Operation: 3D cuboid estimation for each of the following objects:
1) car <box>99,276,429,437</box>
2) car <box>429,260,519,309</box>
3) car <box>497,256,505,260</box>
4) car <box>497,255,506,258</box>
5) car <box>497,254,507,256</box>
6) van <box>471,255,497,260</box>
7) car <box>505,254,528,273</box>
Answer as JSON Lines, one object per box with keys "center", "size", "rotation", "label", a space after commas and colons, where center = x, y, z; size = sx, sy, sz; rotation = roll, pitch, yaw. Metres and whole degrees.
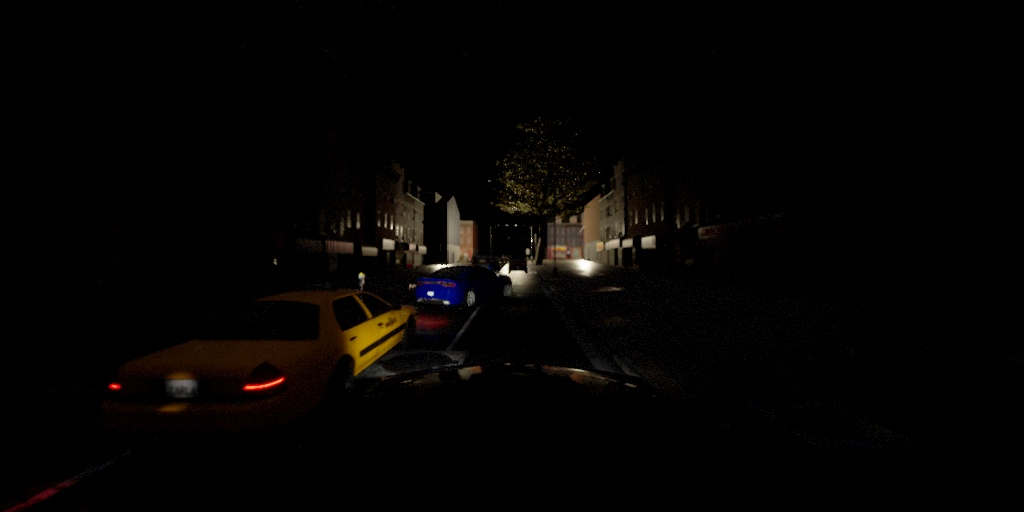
{"center": [-2.979, 1.162, 5.836], "size": [1.801, 1.575, 5.366], "rotation": [0, 1, 1], "label": "car"}
{"center": [-1.706, 1.095, 14.462], "size": [1.882, 1.535, 5.008], "rotation": [0, 1, 26], "label": "car"}
{"center": [-2.104, 0.955, 37.937], "size": [1.948, 1.339, 4.313], "rotation": [0, 0, 1], "label": "car"}
{"center": [-2.022, 0.863, 43.302], "size": [1.751, 1.417, 4.829], "rotation": [0, 0, 1], "label": "car"}
{"center": [-1.935, 0.831, 49.006], "size": [1.888, 1.381, 4.507], "rotation": [0, 0, 1], "label": "car"}
{"center": [-2.272, 0.836, 26.869], "size": [1.690, 1.789, 3.998], "rotation": [0, 0, 1], "label": "van"}
{"center": [0.602, 0.884, 36.290], "size": [1.882, 1.535, 5.008], "rotation": [0, 1, 1], "label": "car"}
